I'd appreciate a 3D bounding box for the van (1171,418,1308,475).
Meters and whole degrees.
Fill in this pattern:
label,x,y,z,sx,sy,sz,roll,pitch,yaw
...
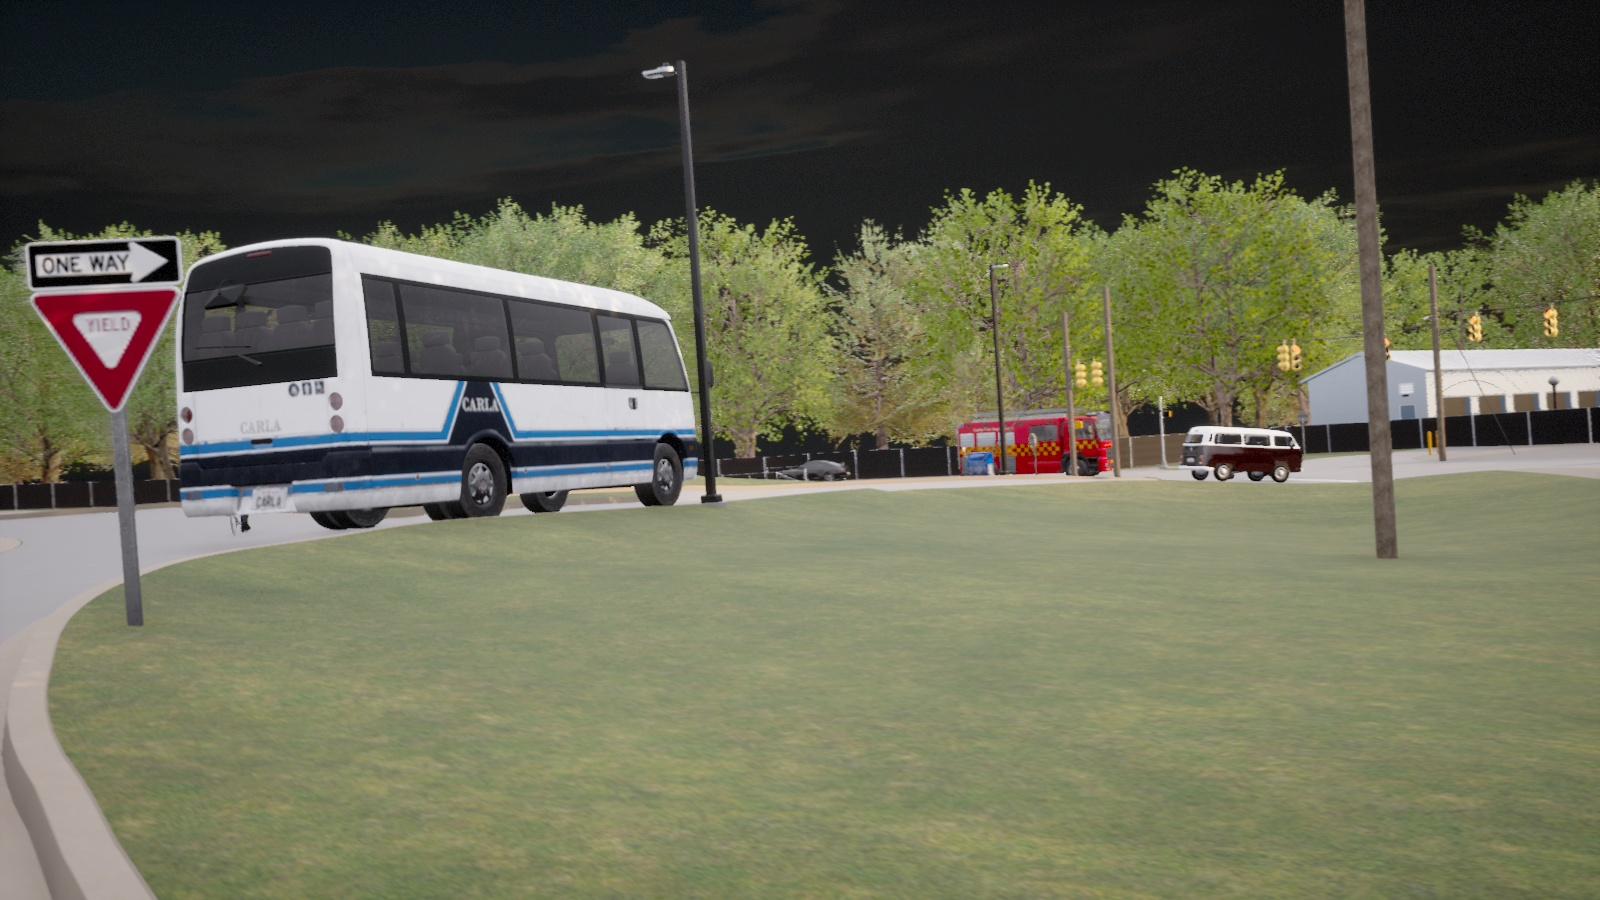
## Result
label,x,y,z,sx,sy,sz,roll,pitch,yaw
van,16.622,-0.116,47.593,4.480,2.038,2.069,1,0,-15

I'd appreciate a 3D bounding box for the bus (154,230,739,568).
label,x,y,z,sx,sy,sz,roll,pitch,yaw
bus,-5.225,-0.733,21.832,3.944,4.253,10.273,-5,0,23

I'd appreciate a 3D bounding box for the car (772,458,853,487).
label,x,y,z,sx,sy,sz,roll,pitch,yaw
car,0.773,1.400,79.107,4.674,1.442,1.812,-4,1,19

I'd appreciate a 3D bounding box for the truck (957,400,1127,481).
label,x,y,z,sx,sy,sz,roll,pitch,yaw
truck,13.257,-0.514,69.080,8.468,3.827,2.891,-4,2,32
